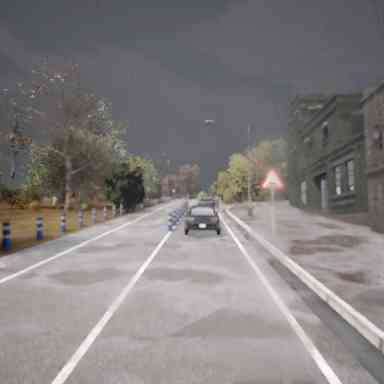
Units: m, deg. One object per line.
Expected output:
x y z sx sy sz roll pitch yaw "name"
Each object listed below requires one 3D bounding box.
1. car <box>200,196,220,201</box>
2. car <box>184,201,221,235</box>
2.093 1.219 39.121 2.128 1.511 4.902 -1 1 14 "car"
0.566 1.433 18.144 1.812 1.442 4.674 0 0 2 "car"
